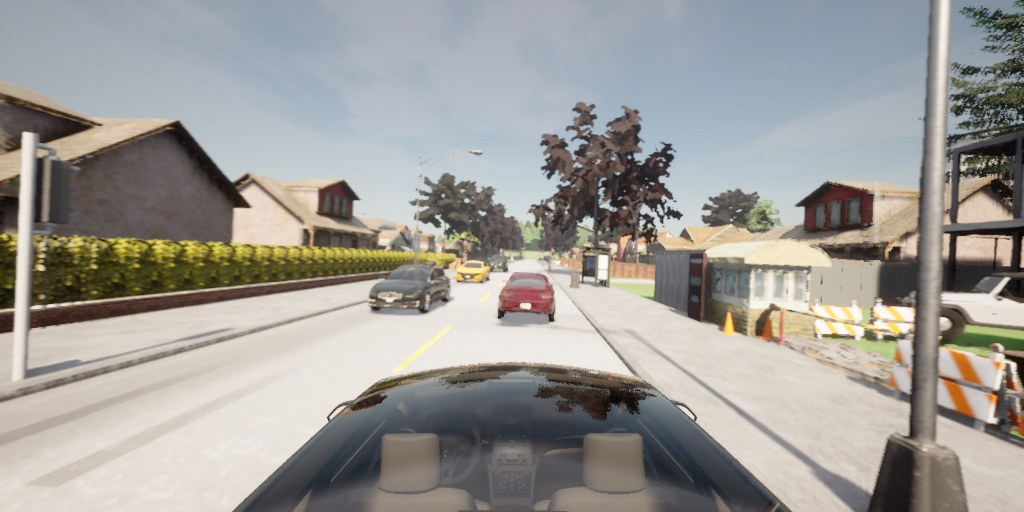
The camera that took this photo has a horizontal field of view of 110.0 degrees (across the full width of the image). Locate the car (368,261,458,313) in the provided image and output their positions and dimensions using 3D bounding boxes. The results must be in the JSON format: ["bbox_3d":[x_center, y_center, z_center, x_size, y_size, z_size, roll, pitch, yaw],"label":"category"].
[{"bbox_3d":[-3.556,1.099,13.291,1.837,1.490,4.892,2,0,3],"label":"car"}]

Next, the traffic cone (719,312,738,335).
[{"bbox_3d":[5.995,1.854,9.940,0.344,0.586,0.344,0,0,3],"label":"traffic cone"}]

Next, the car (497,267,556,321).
[{"bbox_3d":[0.561,1.297,12.707,1.812,1.442,4.674,2,0,4],"label":"car"}]

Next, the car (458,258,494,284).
[{"bbox_3d":[-2.763,1.103,26.313,1.882,1.535,5.008,2,0,4],"label":"car"}]

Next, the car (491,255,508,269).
[{"bbox_3d":[-1.641,0.877,43.221,2.150,2.045,5.566,2,0,4],"label":"car"}]

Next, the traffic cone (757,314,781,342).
[{"bbox_3d":[6.683,1.854,9.377,0.344,0.586,0.344,0,0,3],"label":"traffic cone"}]
